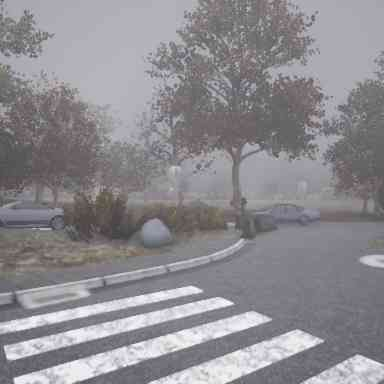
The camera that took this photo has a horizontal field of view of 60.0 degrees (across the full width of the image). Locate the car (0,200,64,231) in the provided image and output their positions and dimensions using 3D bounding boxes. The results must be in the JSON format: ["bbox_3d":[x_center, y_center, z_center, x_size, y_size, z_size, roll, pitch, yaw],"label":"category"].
[{"bbox_3d":[-7.953,1.074,15.599,4.181,1.385,1.994,3,-2,-35],"label":"car"}]

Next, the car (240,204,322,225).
[{"bbox_3d":[5.968,1.510,22.661,5.357,1.411,2.033,0,0,-8],"label":"car"}]
